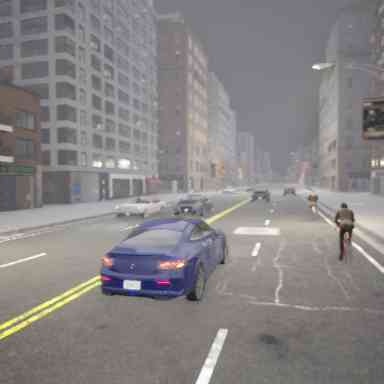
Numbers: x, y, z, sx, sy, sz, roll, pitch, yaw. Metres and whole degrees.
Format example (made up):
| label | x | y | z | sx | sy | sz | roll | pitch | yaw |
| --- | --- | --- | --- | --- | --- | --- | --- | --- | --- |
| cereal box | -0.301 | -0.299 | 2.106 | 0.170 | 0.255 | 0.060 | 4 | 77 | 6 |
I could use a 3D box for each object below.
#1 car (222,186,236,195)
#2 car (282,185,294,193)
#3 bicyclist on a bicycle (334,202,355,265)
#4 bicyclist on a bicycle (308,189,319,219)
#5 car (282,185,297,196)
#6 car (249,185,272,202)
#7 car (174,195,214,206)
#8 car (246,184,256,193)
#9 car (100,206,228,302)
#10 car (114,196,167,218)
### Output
| label | x | y | z | sx | sy | sz | roll | pitch | yaw |
| --- | --- | --- | --- | --- | --- | --- | --- | --- | --- |
| car | 6.429 | -0.277 | 57.369 | 1.812 | 1.442 | 4.674 | 0 | 2 | 16 |
| car | 19.317 | -0.711 | 67.160 | 2.128 | 1.511 | 4.902 | 0 | 2 | 15 |
| bicyclist on a bicycle | 4.248 | 1.122 | 9.233 | 0.582 | 1.620 | 1.656 | 0 | 1 | 15 |
| bicyclist on a bicycle | 7.050 | 0.702 | 19.383 | 0.659 | 1.776 | 1.843 | 0 | 2 | 15 |
| car | 15.007 | -0.207 | 51.218 | 1.837 | 1.490 | 4.892 | 0 | 2 | 16 |
| car | 7.773 | 0.292 | 37.185 | 1.837 | 1.490 | 4.892 | 0 | 2 | 15 |
| car | 0.169 | 0.876 | 22.593 | 1.994 | 1.385 | 4.181 | 0 | 2 | 16 |
| car | 11.513 | -0.686 | 63.425 | 2.097 | 1.767 | 4.553 | 0 | 2 | 16 |
| car | -0.373 | 1.293 | 7.689 | 1.812 | 1.442 | 4.674 | 0 | 2 | 15 |
| car | -3.311 | 0.963 | 22.213 | 1.895 | 1.301 | 4.718 | 0 | 2 | 15 |
